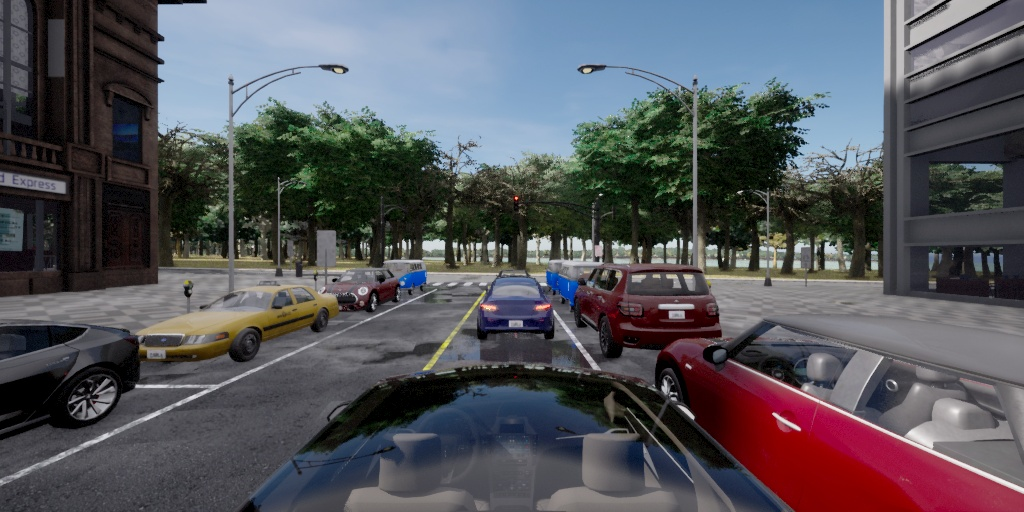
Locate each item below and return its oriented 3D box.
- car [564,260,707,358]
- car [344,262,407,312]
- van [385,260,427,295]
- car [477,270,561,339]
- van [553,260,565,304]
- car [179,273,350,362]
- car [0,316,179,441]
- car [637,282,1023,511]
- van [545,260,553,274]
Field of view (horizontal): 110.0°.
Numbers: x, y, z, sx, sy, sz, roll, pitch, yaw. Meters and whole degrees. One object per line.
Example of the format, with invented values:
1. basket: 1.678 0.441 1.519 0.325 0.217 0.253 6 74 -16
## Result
1. car: 2.761 1.065 8.394 2.192 1.841 5.009 0 0 0
2. car: -5.765 1.190 13.829 1.967 1.591 4.097 0 0 0
3. van: -5.766 1.092 19.267 1.690 1.789 3.998 0 0 0
4. car: 0.097 1.276 9.931 1.812 1.442 4.674 0 0 0
5. van: 2.760 1.091 13.831 1.690 1.789 3.998 0 0 0
6. car: -5.764 1.275 8.222 1.751 1.417 4.829 0 0 0
7. car: -5.763 1.316 2.954 1.948 1.339 4.313 0 0 0
8. car: 2.763 1.190 2.956 1.967 1.591 4.097 0 0 0
9. van: 2.759 1.092 19.269 1.690 1.789 3.998 0 0 0
